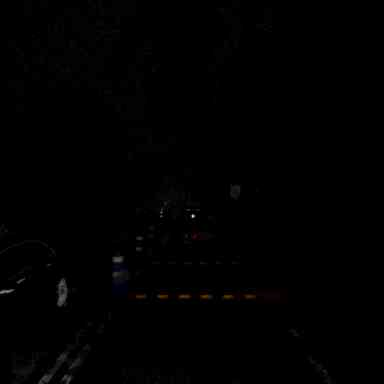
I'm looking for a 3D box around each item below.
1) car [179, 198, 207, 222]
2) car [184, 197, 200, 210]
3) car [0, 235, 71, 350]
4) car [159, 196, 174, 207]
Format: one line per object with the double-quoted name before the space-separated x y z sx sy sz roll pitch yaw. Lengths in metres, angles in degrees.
"car" 0.065 1.411 25.394 1.837 1.490 4.892 0 0 0
"car" -0.008 1.382 41.600 1.994 1.385 4.181 0 0 0
"car" -3.350 1.496 4.874 1.837 1.490 4.892 0 0 0
"car" -3.473 1.285 45.964 2.128 1.511 4.902 0 0 0
